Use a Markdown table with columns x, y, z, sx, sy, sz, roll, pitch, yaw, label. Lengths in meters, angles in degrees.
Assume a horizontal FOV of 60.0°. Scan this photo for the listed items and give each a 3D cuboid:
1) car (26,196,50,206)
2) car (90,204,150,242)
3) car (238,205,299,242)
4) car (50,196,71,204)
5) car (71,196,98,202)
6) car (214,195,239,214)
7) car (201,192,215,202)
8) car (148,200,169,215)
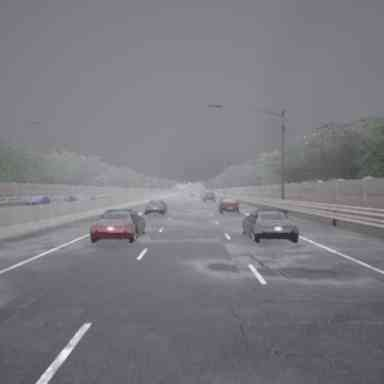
| x | y | z | sx | sy | sz | roll | pitch | yaw | label |
| --- | --- | --- | --- | --- | --- | --- | --- | --- | --- |
| -21.084 | 1.303 | 46.080 | 1.882 | 1.535 | 5.008 | 0 | 0 | 0 | car |
| -3.406 | 1.495 | 15.942 | 1.994 | 1.385 | 4.181 | 0 | 0 | 0 | car |
| 3.594 | 1.495 | 15.874 | 1.994 | 1.385 | 4.181 | 0 | 0 | 0 | car |
| -17.584 | 1.331 | 46.478 | 1.837 | 1.490 | 4.892 | 0 | 0 | 0 | car |
| -14.096 | 1.308 | 44.571 | 1.882 | 1.535 | 5.008 | 0 | 0 | 0 | car |
| 3.588 | 1.344 | 33.605 | 1.882 | 1.535 | 5.008 | 0 | 0 | 0 | car |
| 3.476 | 0.987 | 65.782 | 2.150 | 2.045 | 5.566 | 0 | 0 | 0 | car |
| -3.412 | 1.434 | 32.590 | 1.994 | 1.385 | 4.181 | 0 | 0 | 0 | car |
